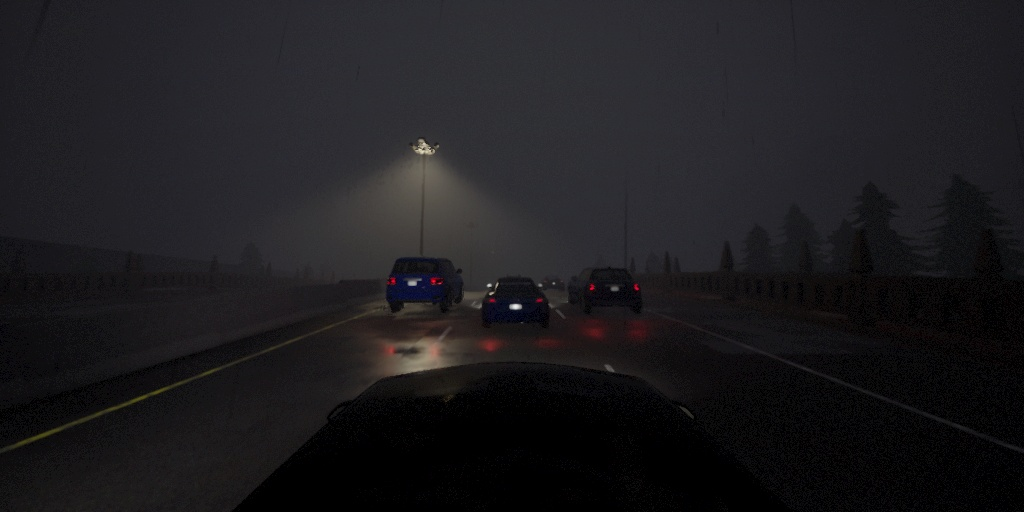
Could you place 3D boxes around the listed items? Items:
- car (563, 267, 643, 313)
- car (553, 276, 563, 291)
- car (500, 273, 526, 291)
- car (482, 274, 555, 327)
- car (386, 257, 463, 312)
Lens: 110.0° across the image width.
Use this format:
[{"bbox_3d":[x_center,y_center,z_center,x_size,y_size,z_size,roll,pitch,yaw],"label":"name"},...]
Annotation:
[{"bbox_3d":[3.602,1.225,14.682,2.097,1.767,4.553,0,-1,0],"label":"car"},{"bbox_3d":[3.605,2.532,32.845,1.994,1.385,4.181,0,-5,0],"label":"car"},{"bbox_3d":[0.105,2.418,32.403,2.128,1.511,4.902,0,-5,0],"label":"car"},{"bbox_3d":[0.102,1.378,11.752,1.994,1.385,4.181,0,-1,0],"label":"car"},{"bbox_3d":[-3.398,1.100,14.922,2.150,2.045,5.566,0,-2,0],"label":"car"}]
